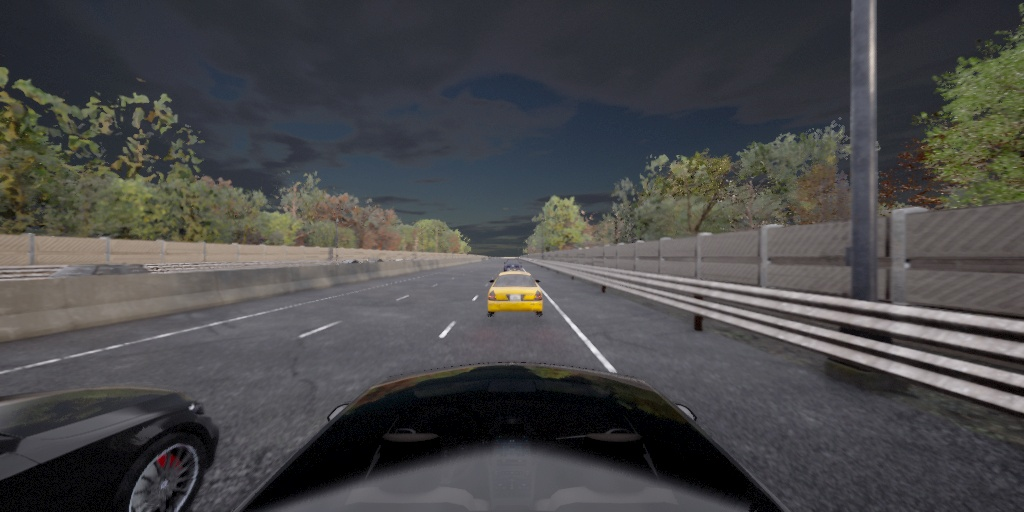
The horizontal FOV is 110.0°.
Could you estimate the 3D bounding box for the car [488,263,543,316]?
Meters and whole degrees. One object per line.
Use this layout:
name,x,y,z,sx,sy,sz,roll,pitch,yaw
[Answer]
car,0.102,1.210,13.238,1.801,1.575,5.366,0,0,0

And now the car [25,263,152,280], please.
car,-17.597,1.107,14.929,2.097,1.767,4.553,0,0,0

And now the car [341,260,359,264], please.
car,-24.496,1.294,54.384,1.812,1.442,4.674,0,0,0

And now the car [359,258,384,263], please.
car,-20.992,1.130,54.829,2.097,1.767,4.553,0,0,0

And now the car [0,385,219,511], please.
car,-3.387,1.276,1.045,1.812,1.442,4.674,0,0,0

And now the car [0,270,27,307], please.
car,-21.099,1.301,12.165,2.033,1.411,5.357,0,0,0

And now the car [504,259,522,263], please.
car,0.105,1.114,41.792,2.097,1.767,4.553,0,0,0

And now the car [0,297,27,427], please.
car,-6.900,1.255,1.975,1.837,1.490,4.892,0,0,0
